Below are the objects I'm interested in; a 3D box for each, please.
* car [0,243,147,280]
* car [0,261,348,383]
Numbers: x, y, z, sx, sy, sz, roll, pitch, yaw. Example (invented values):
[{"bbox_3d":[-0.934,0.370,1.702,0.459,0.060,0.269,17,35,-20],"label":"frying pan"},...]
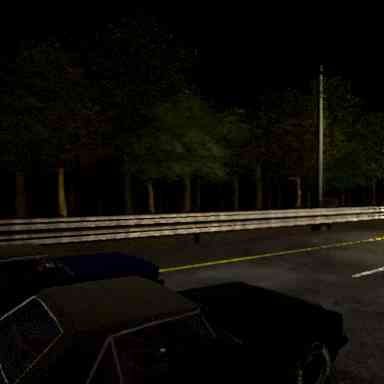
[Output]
[{"bbox_3d":[-2.897,1.610,5.977,4.718,1.301,1.895,1,0,-35],"label":"car"},{"bbox_3d":[-0.446,1.616,3.426,4.718,1.301,1.895,1,0,-35],"label":"car"}]
